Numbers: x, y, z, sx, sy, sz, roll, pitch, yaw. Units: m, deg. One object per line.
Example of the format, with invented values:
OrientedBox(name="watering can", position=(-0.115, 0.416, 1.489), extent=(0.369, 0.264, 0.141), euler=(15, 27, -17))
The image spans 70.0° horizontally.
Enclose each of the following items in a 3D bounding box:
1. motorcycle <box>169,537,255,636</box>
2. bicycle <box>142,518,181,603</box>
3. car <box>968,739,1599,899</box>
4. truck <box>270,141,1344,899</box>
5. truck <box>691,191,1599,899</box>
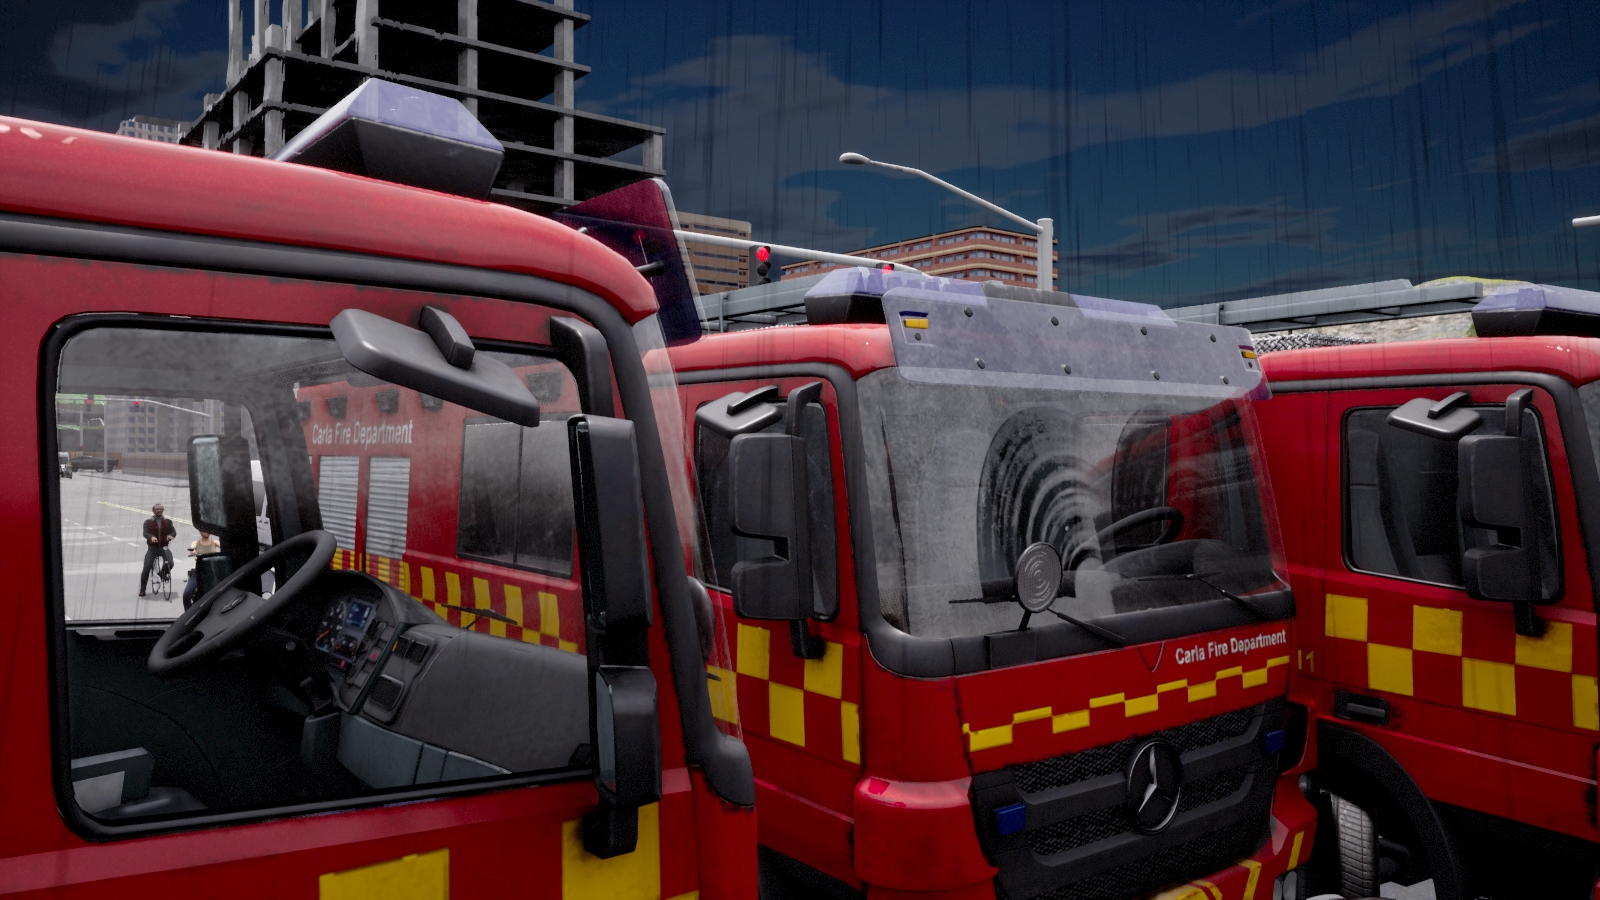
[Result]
OrientedBox(name="motorcycle", position=(-9.533, 2.155, 18.464), extent=(0.764, 1.307, 2.356), euler=(0, 0, -39))
OrientedBox(name="bicycle", position=(-12.095, 2.060, 21.614), extent=(0.329, 1.471, 1.835), euler=(0, 0, -39))
OrientedBox(name="car", position=(2.437, 2.065, 3.109), extent=(1.970, 1.475, 3.806), euler=(0, 0, -30))
OrientedBox(name="truck", position=(-1.099, 0.890, 8.003), extent=(2.891, 3.827, 8.468), euler=(0, 0, -38))
OrientedBox(name="truck", position=(2.348, 0.890, 8.605), extent=(2.891, 3.827, 8.468), euler=(0, 0, -31))
